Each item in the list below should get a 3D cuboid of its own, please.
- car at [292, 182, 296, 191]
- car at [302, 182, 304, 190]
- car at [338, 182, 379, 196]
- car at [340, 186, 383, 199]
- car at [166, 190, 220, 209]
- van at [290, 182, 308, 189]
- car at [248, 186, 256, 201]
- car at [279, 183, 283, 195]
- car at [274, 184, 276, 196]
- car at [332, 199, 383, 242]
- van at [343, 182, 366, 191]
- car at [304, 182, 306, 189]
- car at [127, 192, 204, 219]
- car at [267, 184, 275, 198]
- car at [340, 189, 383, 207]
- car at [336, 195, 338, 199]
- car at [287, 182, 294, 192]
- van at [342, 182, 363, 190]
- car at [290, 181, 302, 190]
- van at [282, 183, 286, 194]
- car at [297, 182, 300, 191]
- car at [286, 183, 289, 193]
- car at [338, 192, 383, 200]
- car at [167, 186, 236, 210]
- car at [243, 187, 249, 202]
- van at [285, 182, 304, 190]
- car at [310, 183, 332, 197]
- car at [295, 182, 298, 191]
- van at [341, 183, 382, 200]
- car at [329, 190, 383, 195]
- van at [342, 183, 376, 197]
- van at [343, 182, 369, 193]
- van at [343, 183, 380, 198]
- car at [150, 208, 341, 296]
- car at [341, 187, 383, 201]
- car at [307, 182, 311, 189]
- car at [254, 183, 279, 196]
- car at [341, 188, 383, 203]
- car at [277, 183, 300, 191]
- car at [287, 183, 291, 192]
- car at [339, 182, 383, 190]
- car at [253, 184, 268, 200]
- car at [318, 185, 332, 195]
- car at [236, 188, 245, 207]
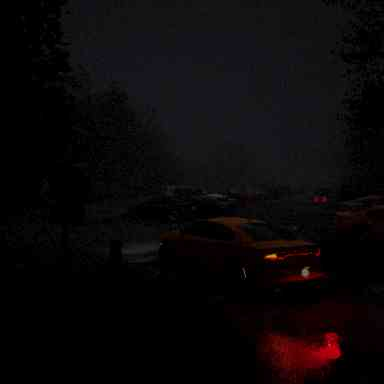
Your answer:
[{"bbox_3d":[16.231,-0.621,62.548,5.366,1.575,1.946,1,2,24],"label":"car"},{"bbox_3d":[22.122,-1.185,75.106,4.553,1.767,2.185,1,2,24],"label":"car"},{"bbox_3d":[25.943,-0.481,51.931,5.566,2.045,2.435,1,2,24],"label":"car"},{"bbox_3d":[22.530,0.036,44.368,5.008,1.535,2.097,1,2,24],"label":"car"},{"bbox_3d":[-0.845,0.898,24.609,5.008,1.535,2.097,1,3,24],"label":"car"},{"bbox_3d":[28.940,-1.745,90.276,4.442,1.987,1.878,1,1,24],"label":"van"},{"bbox_3d":[3.582,0.440,34.785,5.366,1.575,1.946,1,3,24],"label":"car"},{"bbox_3d":[10.675,-0.141,49.834,4.792,1.488,2.163,1,2,24],"label":"car"},{"bbox_3d":[8.342,0.016,44.798,4.892,1.521,2.231,1,3,24],"label":"car"},{"bbox_3d":[8.802,1.323,14.267,5.008,1.535,2.097,1,3,24],"label":"car"},{"bbox_3d":[36.457,-1.255,74.664,4.442,1.987,1.878,1,2,24],"label":"van"},{"bbox_3d":[23.296,-1.148,77.625,5.008,1.535,2.097,1,2,24],"label":"car"},{"bbox_3d":[-2.027,1.040,22.101,4.792,1.488,2.163,1,3,24],"label":"car"},{"bbox_3d":[7.369,0.116,42.202,5.366,1.575,1.946,1,3,24],"label":"car"},{"bbox_3d":[16.764,0.569,31.795,4.792,1.488,2.163,1,3,24],"label":"car"},{"bbox_3d":[11.025,1.132,19.203,4.792,1.488,2.163,1,3,24],"label":"car"},{"bbox_3d":[15.223,-0.497,59.960,4.792,1.488,2.163,1,2,24],"label":"car"},{"bbox_3d":[38.543,-1.436,79.807,4.442,1.987,1.878,1,2,24],"label":"van"},{"bbox_3d":[19.681,-0.887,70.124,5.366,1.575,1.946,1,2,24],"label":"car"},{"bbox_3d":[11.905,-0.484,52.315,4.442,1.987,1.878,1,2,24],"label":"van"},{"bbox_3d":[18.694,-0.792,67.524,4.892,1.521,2.231,1,2,24],"label":"car"},{"bbox_3d":[12.922,-0.320,54.909,4.792,1.488,2.163,1,2,24],"label":"car"},{"bbox_3d":[9.983,1.086,16.766,4.553,1.767,2.185,1,3,24],"label":"car"},{"bbox_3d":[0.325,0.534,27.113,5.566,2.045,2.435,1,3,24],"label":"car"},{"bbox_3d":[2.607,0.560,32.182,4.892,1.521,2.231,1,3,24],"label":"car"},{"bbox_3d":[25.496,-1.553,82.713,4.442,1.987,1.878,1,2,24],"label":"van"},{"bbox_3d":[18.428,-0.060,47.293,2.128,1.511,4.902,1,2,24],"label":"car"},{"bbox_3d":[17.556,-0.703,64.994,4.892,1.521,2.231,1,2,24],"label":"car"},{"bbox_3d":[21.272,-0.099,41.873,4.442,1.987,1.878,1,2,24],"label":"van"},{"bbox_3d":[13.178,0.872,24.304,5.366,1.575,1.946,1,3,24],"label":"car"},{"bbox_3d":[24.714,-0.369,49.450,4.442,1.987,1.878,1,2,24],"label":"van"},{"bbox_3d":[31.865,-0.900,64.585,4.442,1.987,1.878,1,2,24],"label":"van"},{"bbox_3d":[23.779,-0.276,46.833,4.442,1.987,1.878,1,2,24],"label":"van"},{"bbox_3d":[0.898,1.383,8.501,1.882,1.535,5.008,2,-1,-31],"label":"car"},{"bbox_3d":[20.257,0.252,39.323,4.792,1.488,2.163,1,2,24],"label":"car"},{"bbox_3d":[26.778,-1.665,85.177,5.566,2.045,2.435,1,2,24],"label":"car"},{"bbox_3d":[9.527,-0.205,47.306,4.553,1.767,2.185,1,2,24],"label":"car"},{"bbox_3d":[19.163,0.348,36.922,4.792,1.488,2.163,1,3,24],"label":"car"},{"bbox_3d":[20.972,-1.096,72.581,4.553,1.767,2.185,1,2,24],"label":"car"},{"bbox_3d":[14.072,-0.409,57.434,4.792,1.488,2.163,1,2,24],"label":"car"},{"bbox_3d":[15.668,0.402,29.241,5.566,2.045,2.435,1,3,24],"label":"car"},{"bbox_3d":[5.933,0.212,39.943,5.366,1.575,1.946,1,3,24],"label":"car"},{"bbox_3d":[22.695,-0.404,56.658,1.882,1.535,5.008,1,2,24],"label":"car"},{"bbox_3d":[1.619,0.672,29.583,5.366,1.575,1.946,1,3,24],"label":"car"}]
